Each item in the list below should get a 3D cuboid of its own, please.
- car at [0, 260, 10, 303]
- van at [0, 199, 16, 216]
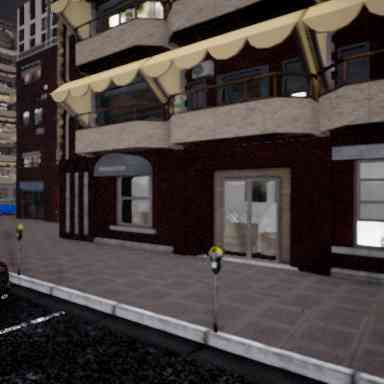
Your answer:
[{"bbox_3d":[-5.342,1.528,6.678,4.403,1.369,2.008,0,0,35],"label":"car"},{"bbox_3d":[-19.626,1.610,34.335,1.690,1.788,3.998,-1,-2,35],"label":"van"}]
